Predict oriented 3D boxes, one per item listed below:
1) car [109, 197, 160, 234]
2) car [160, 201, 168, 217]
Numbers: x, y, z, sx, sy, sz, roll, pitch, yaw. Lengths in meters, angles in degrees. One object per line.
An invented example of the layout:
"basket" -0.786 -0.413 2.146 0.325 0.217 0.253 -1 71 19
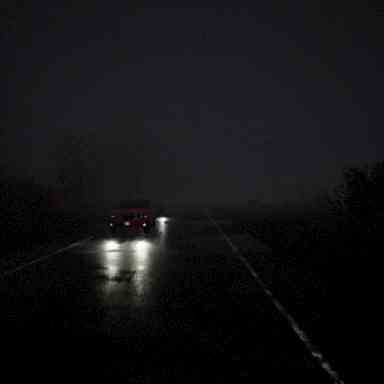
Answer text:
"car" -3.489 1.356 20.669 2.150 2.045 5.566 0 0 0
"car" -3.484 1.733 34.187 1.837 1.490 4.892 0 -1 0
